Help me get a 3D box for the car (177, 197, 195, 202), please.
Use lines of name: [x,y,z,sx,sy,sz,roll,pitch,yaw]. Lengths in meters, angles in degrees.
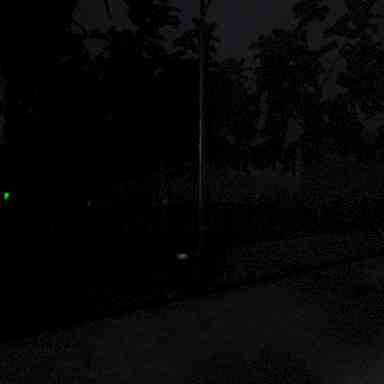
car: [-1.425,1.620,61.837,1.895,1.301,4.718,0,0,-35]
